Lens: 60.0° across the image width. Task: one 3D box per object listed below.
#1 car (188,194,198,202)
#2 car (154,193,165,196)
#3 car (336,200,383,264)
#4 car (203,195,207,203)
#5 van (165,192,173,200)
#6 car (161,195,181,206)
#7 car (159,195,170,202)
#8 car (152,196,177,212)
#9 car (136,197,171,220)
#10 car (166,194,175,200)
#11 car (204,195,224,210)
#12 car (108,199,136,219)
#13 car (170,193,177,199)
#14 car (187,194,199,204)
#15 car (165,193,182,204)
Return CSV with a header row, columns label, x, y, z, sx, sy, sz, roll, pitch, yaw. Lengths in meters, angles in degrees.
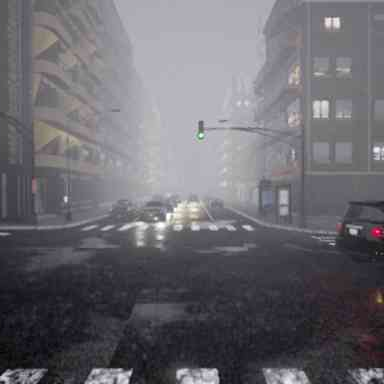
label,x,y,z,sx,sy,sz,roll,pitch,yaw
car,0.234,1.200,67.937,1.882,1.535,5.008,0,0,0
car,-5.503,1.092,55.818,2.192,1.841,5.009,0,0,0
car,7.157,1.301,10.096,5.566,2.045,2.150,2,-1,-15
car,2.842,1.359,44.508,1.887,1.381,4.507,0,0,0
van,-5.427,1.025,78.373,1.690,1.788,3.998,0,0,0
car,-2.915,1.416,45.630,1.895,1.301,4.718,0,0,1
car,-5.464,1.257,66.926,1.752,1.417,4.829,0,0,0
car,-2.964,1.420,35.669,1.994,1.385,4.181,0,0,1
car,-3.005,1.418,26.666,1.812,1.442,4.674,0,0,0
car,-5.407,1.211,84.013,2.008,1.369,4.403,0,0,0
car,2.823,1.388,38.870,2.008,1.369,4.403,0,0,0
car,-5.596,1.331,27.626,1.967,1.590,4.097,0,0,0
car,-5.370,1.139,95.120,1.752,1.417,4.829,0,0,0
car,0.217,1.114,58.160,2.097,1.767,4.553,0,0,0
car,-2.833,1.127,55.817,2.097,1.767,4.553,0,0,1
